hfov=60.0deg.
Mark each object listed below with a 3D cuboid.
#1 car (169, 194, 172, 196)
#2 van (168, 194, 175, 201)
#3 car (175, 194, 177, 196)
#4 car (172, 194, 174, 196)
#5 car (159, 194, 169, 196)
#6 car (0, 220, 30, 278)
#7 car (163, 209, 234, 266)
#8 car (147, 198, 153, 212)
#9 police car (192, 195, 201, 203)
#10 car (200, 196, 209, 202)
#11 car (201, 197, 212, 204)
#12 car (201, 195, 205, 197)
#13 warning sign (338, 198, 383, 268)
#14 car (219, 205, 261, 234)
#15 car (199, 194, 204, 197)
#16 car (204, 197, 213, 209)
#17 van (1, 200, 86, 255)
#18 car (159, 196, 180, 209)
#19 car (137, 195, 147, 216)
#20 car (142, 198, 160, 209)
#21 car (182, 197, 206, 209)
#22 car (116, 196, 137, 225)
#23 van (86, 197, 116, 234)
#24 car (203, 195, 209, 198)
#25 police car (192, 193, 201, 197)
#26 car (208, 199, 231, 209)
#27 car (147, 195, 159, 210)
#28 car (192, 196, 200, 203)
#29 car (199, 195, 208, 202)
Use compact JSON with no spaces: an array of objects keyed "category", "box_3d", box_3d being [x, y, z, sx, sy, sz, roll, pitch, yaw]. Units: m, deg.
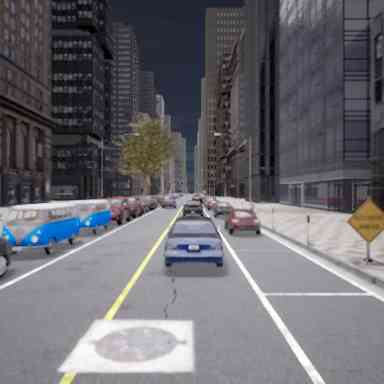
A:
[{"category":"car","box_3d":[-5.751,1.590,69.681,1.752,1.417,4.829,0,0,0]},{"category":"van","box_3d":[-5.748,1.437,92.562,1.690,1.788,3.998,0,0,0]},{"category":"car","box_3d":[-5.749,1.403,86.884,2.192,1.841,5.009,0,0,0]},{"category":"car","box_3d":[-5.750,1.654,75.529,1.802,1.307,4.206,0,0,0]},{"category":"car","box_3d":[-5.753,1.365,58.496,2.192,1.841,5.009,0,0,0]},{"category":"car","box_3d":[-5.762,1.556,7.400,2.008,1.369,4.403,0,0,0]},{"category":"car","box_3d":[0.067,1.556,11.592,2.033,1.411,5.357,0,0,0]},{"category":"car","box_3d":[-5.757,1.593,35.787,1.947,1.339,4.313,0,0,0]},{"category":"police car","box_3d":[0.912,1.490,69.669,1.930,1.638,5.238,0,0,0]},{"category":"car","box_3d":[2.775,1.623,75.536,2.008,1.369,4.403,0,0,0]},{"category":"car","box_3d":[2.773,1.623,64.181,1.947,1.339,4.313,0,0,0]},{"category":"car","box_3d":[2.771,1.626,52.825,1.802,1.307,4.206,0,0,0]},{"category":"warning sign","box_3d":[5.070,1.123,9.557,1.300,1.860,1.060,0,0,0]},{"category":"car","box_3d":[2.765,1.596,18.760,1.802,1.307,4.206,0,0,0]},{"category":"car","box_3d":[2.772,1.491,58.503,1.967,1.590,4.097,0,0,0]},{"category":"car","box_3d":[2.769,1.614,41.470,1.802,1.307,4.206,0,0,0]},{"category":"van","box_3d":[-5.761,1.350,13.078,1.690,1.788,3.998,0,0,0]},{"category":"car","box_3d":[-3.087,1.584,45.599,2.033,1.411,5.357,0,0,0]},{"category":"car","box_3d":[-5.758,1.338,30.110,2.192,1.841,5.009,0,0,0]},{"category":"car","box_3d":[-5.755,1.588,47.142,2.008,1.369,4.403,0,0,0]},{"category":"car","box_3d":[0.093,1.529,31.758,1.837,1.490,4.892,0,0,0]},{"category":"car","box_3d":[-5.759,1.333,24.433,2.192,1.841,5.009,0,0,0]},{"category":"van","box_3d":[-5.760,1.355,18.755,1.690,1.788,3.998,0,0,0]},{"category":"car","box_3d":[2.770,1.564,47.318,1.752,1.417,4.829,0,0,0]},{"category":"police car","box_3d":[0.910,1.477,59.669,1.930,1.638,5.238,0,0,0]},{"category":"car","box_3d":[2.767,1.574,30.115,2.008,1.369,4.403,0,0,0]},{"category":"car","box_3d":[-5.756,1.347,41.465,2.192,1.841,5.009,0,0,0]},{"category":"car","box_3d":[0.849,1.579,75.559,1.837,1.490,4.892,0,0,0]},{"category":"car","box_3d":[2.775,1.521,81.213,1.967,1.590,4.097,0,0,0]}]
